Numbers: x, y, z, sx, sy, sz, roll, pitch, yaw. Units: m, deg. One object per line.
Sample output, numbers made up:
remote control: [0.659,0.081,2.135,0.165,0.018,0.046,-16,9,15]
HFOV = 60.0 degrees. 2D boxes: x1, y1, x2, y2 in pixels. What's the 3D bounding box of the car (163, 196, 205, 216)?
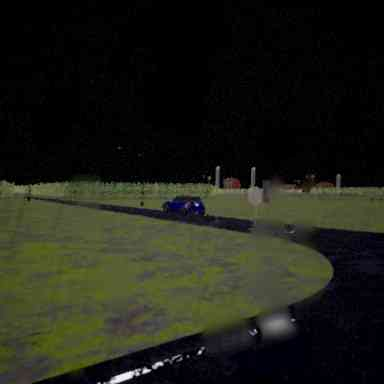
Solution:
car: [-0.807,1.127,30.076,2.097,1.767,4.553,1,0,-35]
